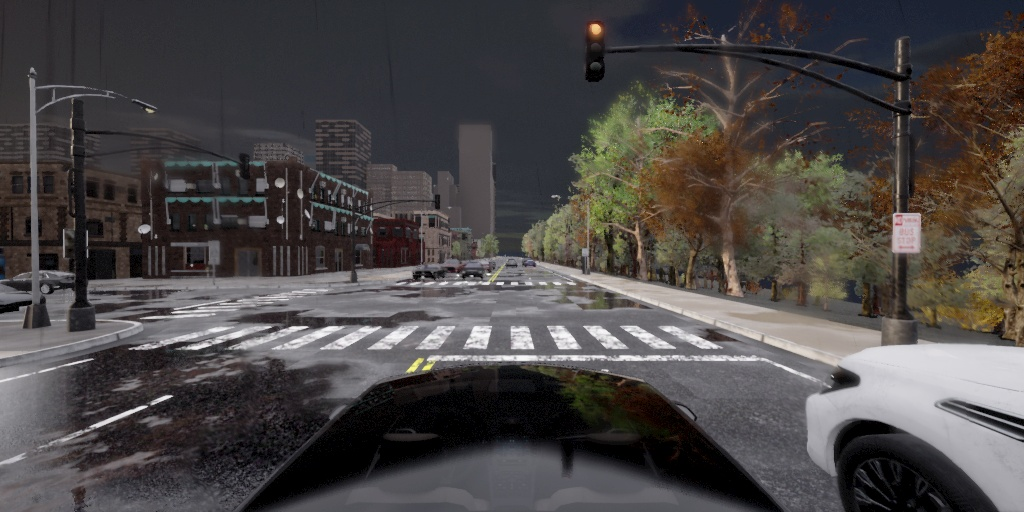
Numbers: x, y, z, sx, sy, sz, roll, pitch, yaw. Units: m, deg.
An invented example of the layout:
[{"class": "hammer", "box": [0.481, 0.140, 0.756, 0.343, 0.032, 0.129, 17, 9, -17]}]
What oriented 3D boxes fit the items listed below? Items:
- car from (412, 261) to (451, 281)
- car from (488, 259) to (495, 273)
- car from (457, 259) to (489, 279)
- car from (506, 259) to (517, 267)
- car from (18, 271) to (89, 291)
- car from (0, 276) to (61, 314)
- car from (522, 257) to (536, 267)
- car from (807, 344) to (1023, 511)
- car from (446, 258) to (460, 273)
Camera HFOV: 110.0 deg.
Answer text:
[{"class": "car", "box": [-6.804, 1.342, 30.077, 1.895, 1.301, 4.718, 0, 0, 3]}, {"class": "car", "box": [-3.419, 1.261, 43.172, 1.812, 1.442, 4.674, 0, 0, 0]}, {"class": "car", "box": [-3.400, 1.288, 32.288, 2.033, 1.411, 5.357, 0, 0, -2]}, {"class": "car", "box": [-0.030, 1.290, 64.091, 1.994, 1.385, 4.181, 0, 0, 0]}, {"class": "car", "box": [-28.318, 1.560, 21.612, 4.403, 1.370, 2.007, 0, 0, 0]}, {"class": "car", "box": [-19.969, 1.565, 13.115, 4.313, 1.339, 1.948, 0, 0, 0]}, {"class": "car", "box": [3.227, 1.252, 64.060, 1.812, 1.442, 4.674, 0, 0, 0]}, {"class": "car", "box": [3.356, 0.972, 0.357, 2.150, 2.045, 5.566, 0, 0, 0]}, {"class": "car", "box": [-6.665, 1.088, 40.157, 2.097, 1.767, 4.553, 0, 0, 0]}]
